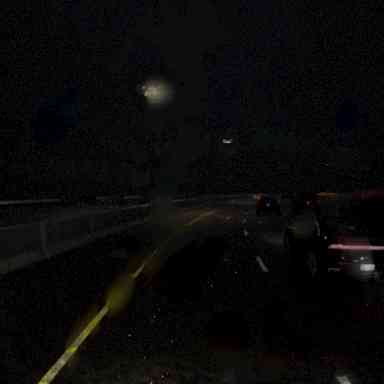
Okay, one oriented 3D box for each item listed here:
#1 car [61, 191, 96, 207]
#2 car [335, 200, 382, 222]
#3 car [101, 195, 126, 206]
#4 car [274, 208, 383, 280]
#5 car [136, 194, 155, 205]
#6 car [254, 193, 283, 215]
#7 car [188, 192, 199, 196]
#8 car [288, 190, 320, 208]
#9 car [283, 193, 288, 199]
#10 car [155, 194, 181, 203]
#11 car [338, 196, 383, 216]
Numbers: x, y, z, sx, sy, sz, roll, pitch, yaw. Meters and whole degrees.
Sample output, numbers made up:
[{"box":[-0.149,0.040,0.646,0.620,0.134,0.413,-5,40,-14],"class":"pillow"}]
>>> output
[{"box":[-15.081,0.855,44.484,2.150,2.045,5.566,0,0,15],"class":"car"},{"box":[13.328,1.423,27.007,2.033,1.411,5.357,0,0,11],"class":"car"},{"box":[-10.845,1.163,46.607,1.812,1.442,4.674,0,0,17],"class":"car"},{"box":[4.038,1.442,9.786,2.128,1.511,4.902,0,0,4],"class":"car"},{"box":[-6.531,1.146,48.845,1.837,1.490,4.892,0,0,17],"class":"car"},{"box":[7.209,1.169,31.645,2.097,1.767,4.553,0,0,12],"class":"car"},{"box":[0.179,0.565,82.869,1.882,1.535,5.008,0,0,27],"class":"car"},{"box":[10.779,1.054,31.756,2.150,2.045,5.566,0,0,13],"class":"car"},{"box":[23.151,0.919,80.864,1.837,1.490,4.892,0,0,32],"class":"car"},{"box":[-3.109,1.015,48.039,2.097,1.767,4.553,0,0,17],"class":"car"},{"box":[7.795,1.166,13.072,2.150,2.045,5.566,0,0,5],"class":"car"}]
